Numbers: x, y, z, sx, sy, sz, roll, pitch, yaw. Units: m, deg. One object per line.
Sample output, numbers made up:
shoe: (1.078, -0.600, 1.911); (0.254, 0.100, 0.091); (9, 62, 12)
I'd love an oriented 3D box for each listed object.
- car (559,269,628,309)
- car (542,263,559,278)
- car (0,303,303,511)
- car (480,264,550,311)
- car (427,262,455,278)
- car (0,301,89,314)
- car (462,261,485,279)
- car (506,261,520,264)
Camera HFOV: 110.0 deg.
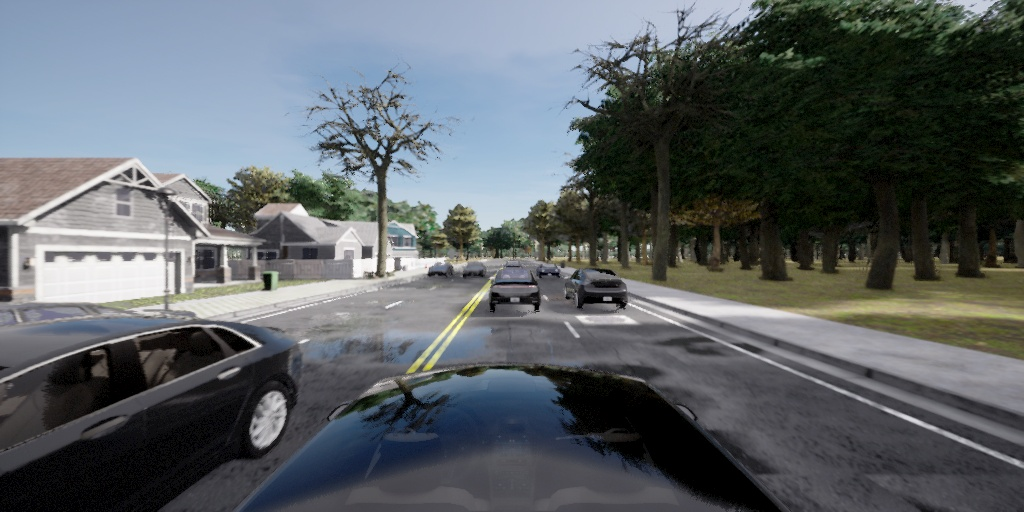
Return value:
car: (3.349, 1.256, 14.990); (1.837, 1.490, 4.892); (0, 0, 0)
car: (3.342, 1.350, 34.001); (1.895, 1.301, 4.718); (0, 0, 0)
car: (-3.351, 1.255, 2.236); (1.837, 1.490, 4.892); (0, 0, 0)
car: (0.098, 1.242, 14.354); (2.128, 1.511, 4.902); (0, 0, 0)
car: (-6.616, 1.296, 34.005); (2.033, 1.411, 5.357); (0, 0, 0)
car: (-6.601, 1.298, 4.206); (2.033, 1.411, 5.357); (0, 0, 0)
car: (-3.357, 1.255, 32.646); (1.837, 1.490, 4.892); (0, 0, 0)
car: (0.094, 1.241, 33.642); (2.128, 1.511, 4.902); (0, 0, 0)
